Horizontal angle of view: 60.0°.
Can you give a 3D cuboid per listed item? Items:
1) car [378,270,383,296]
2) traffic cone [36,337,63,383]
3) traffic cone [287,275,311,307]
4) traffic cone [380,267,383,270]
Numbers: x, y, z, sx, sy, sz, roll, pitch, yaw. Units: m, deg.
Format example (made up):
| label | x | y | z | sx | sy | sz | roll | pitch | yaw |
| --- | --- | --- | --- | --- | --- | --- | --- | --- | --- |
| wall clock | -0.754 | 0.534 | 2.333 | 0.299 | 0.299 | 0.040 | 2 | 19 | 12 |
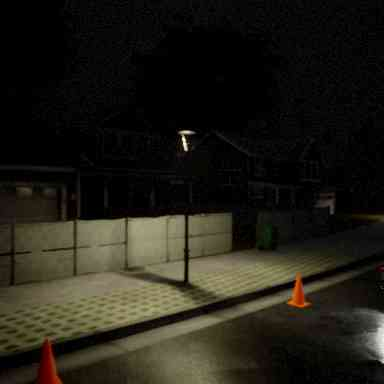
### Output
| label | x | y | z | sx | sy | sz | roll | pitch | yaw |
| --- | --- | --- | --- | --- | --- | --- | --- | --- | --- |
| car | 6.256 | 1.610 | 7.737 | 5.357 | 1.411 | 2.033 | 0 | 0 | -41 |
| traffic cone | -1.657 | 1.966 | 3.807 | 0.340 | 0.580 | 0.340 | 0 | 0 | -37 |
| traffic cone | 2.193 | 1.997 | 6.811 | 0.340 | 0.580 | 0.340 | 0 | 0 | -39 |
| traffic cone | 5.898 | 2.028 | 9.992 | 0.340 | 0.580 | 0.340 | 0 | 0 | -42 |
